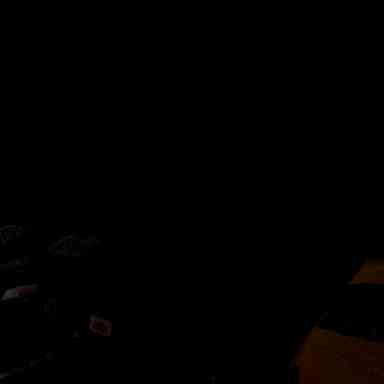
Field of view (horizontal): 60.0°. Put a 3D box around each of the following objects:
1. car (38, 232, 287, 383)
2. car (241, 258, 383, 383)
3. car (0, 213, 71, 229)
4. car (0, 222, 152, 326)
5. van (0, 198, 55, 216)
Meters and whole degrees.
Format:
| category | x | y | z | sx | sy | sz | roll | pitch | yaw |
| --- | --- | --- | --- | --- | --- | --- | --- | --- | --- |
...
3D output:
| category | x | y | z | sx | sy | sz | roll | pitch | yaw |
| --- | --- | --- | --- | --- | --- | --- | --- | --- | --- |
| car | 0.357 | 1.507 | 5.534 | 2.163 | 1.488 | 4.792 | 0 | 0 | 35 |
| car | 2.724 | 1.477 | 4.045 | 1.946 | 1.575 | 5.366 | 0 | 0 | 35 |
| car | -4.303 | 1.486 | 8.812 | 2.002 | 1.452 | 4.674 | 0 | 0 | 35 |
| car | -2.032 | 1.505 | 7.199 | 2.002 | 1.452 | 4.674 | 0 | 0 | 35 |
| van | -6.556 | 1.204 | 10.254 | 1.878 | 1.987 | 4.442 | 0 | 1 | 35 |
